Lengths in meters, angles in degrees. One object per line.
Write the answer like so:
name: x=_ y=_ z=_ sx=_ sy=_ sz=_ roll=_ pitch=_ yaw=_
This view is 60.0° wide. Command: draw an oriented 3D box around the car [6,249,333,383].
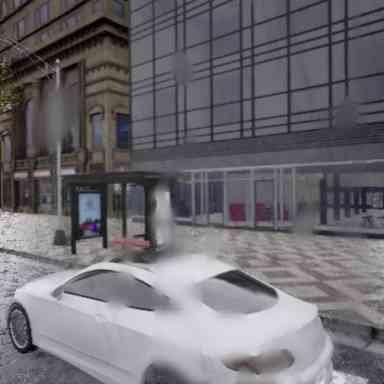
car: x=-0.661 y=1.514 z=4.408 sx=4.674 sy=1.442 sz=1.812 roll=-1 pitch=0 yaw=38
